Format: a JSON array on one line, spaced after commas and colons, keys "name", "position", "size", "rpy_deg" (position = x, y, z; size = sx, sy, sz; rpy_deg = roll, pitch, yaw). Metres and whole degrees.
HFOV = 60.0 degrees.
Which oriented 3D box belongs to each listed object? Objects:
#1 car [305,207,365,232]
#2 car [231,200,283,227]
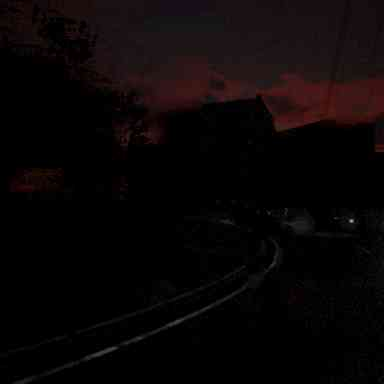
[{"name": "car", "position": [8.526, 1.581, 20.211], "size": [1.994, 1.385, 4.181], "rpy_deg": [-1, 0, -6]}, {"name": "car", "position": [4.462, 1.435, 23.574], "size": [2.097, 1.767, 4.553], "rpy_deg": [-1, 0, -16]}]
